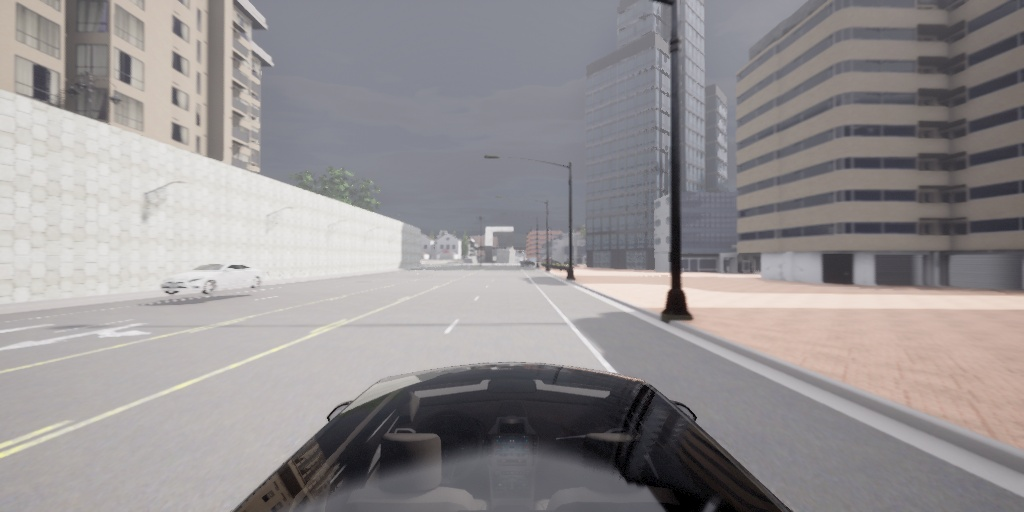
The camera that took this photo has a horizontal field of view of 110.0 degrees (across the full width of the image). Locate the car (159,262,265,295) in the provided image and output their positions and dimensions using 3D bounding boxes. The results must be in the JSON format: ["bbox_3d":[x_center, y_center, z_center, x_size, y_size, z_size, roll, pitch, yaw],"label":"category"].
[{"bbox_3d":[-13.993,0.997,17.150,1.812,1.442,4.674,0,0,0],"label":"car"}]
